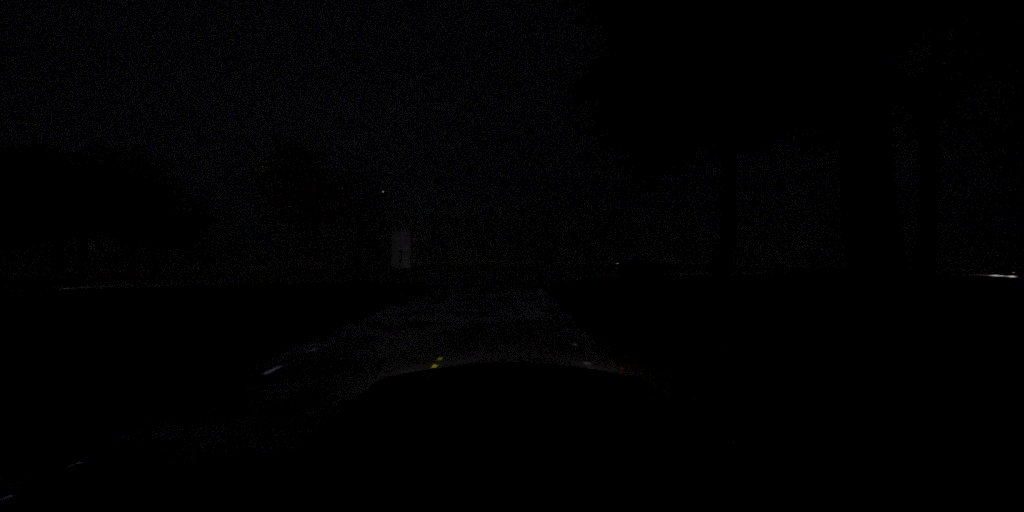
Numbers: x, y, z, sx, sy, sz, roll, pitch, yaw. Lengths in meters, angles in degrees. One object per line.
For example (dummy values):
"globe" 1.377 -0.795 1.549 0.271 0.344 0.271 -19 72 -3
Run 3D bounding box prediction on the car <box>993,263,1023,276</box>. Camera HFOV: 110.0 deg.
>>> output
"car" 52.058 1.351 36.529 4.181 1.385 1.994 1 1 0

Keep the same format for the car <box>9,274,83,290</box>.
"car" -42.541 2.285 32.872 4.718 1.301 1.895 -2 1 0

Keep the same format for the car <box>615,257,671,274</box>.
"car" 12.019 0.866 32.949 4.902 1.511 2.128 -1 1 0
